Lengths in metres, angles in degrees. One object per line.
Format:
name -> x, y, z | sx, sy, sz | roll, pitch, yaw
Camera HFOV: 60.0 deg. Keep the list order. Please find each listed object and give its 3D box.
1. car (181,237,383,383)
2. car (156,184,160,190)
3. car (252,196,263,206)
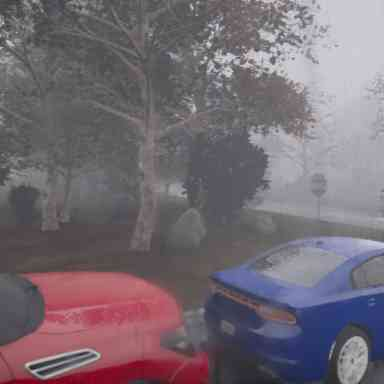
car -> 2.571, 1.464, 5.235 | 5.008, 1.535, 2.097 | 0, 0, -30
car -> -6.834, -1.129, 53.370 | 2.033, 1.411, 5.357 | 2, 3, -27
car -> 4.531, 0.509, 31.085 | 1.895, 1.301, 4.718 | 2, 2, -27
